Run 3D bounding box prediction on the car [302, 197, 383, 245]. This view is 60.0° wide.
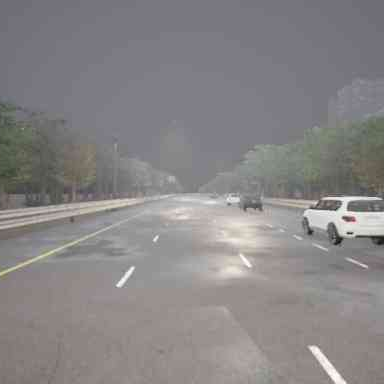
[{"bbox_3d":[7.001,1.231,15.627,2.150,2.045,5.566,0,0,0],"label":"car"}]

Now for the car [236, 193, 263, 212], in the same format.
[{"bbox_3d":[7.044,1.262,40.282,2.150,2.045,5.566,0,0,0],"label":"car"}]

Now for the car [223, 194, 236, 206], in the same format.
[{"bbox_3d":[7.109,1.303,56.965,2.150,2.045,5.566,0,0,0],"label":"car"}]
